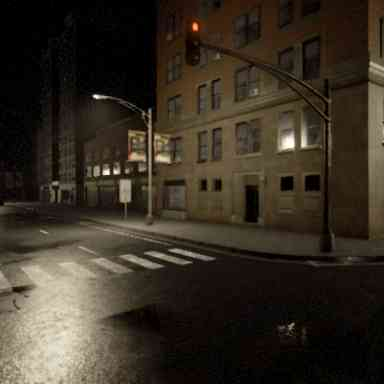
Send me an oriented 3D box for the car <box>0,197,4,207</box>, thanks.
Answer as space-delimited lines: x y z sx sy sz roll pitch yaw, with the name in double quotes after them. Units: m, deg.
-30.663 1.555 52.111 1.837 1.490 4.892 0 0 -36 "car"
